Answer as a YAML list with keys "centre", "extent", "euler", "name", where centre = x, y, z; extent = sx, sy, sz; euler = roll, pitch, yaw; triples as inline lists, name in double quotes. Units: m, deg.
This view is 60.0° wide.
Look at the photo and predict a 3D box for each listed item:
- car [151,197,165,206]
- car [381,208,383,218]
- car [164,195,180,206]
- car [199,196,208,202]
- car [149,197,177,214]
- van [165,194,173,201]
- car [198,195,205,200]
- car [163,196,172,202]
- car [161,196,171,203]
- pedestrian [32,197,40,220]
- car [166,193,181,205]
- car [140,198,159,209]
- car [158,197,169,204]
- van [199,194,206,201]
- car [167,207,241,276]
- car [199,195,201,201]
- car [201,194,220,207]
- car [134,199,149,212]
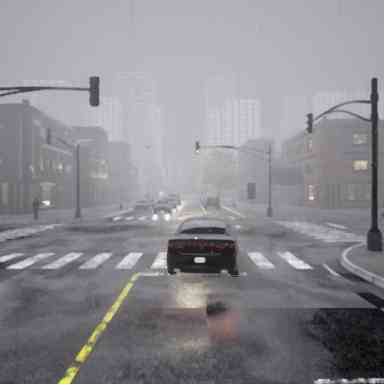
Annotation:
- centre: [-5.685, 1.541, 55.849]
  extent: [1.752, 1.417, 4.829]
  euler: [0, 0, 0]
  name: "car"
- centre: [15.172, 1.028, 21.183]
  extent: [5.566, 2.045, 2.150]
  euler: [-1, 0, 0]
  name: "car"
- centre: [-3.064, 1.533, 45.852]
  extent: [1.812, 1.442, 4.674]
  euler: [0, 0, 0]
  name: "car"
- centre: [2.696, 1.625, 78.119]
  extent: [1.802, 1.307, 4.206]
  euler: [0, 0, 0]
  name: "car"
- centre: [-3.088, 1.549, 36.408]
  extent: [2.033, 1.411, 5.357]
  euler: [0, 0, 0]
  name: "car"
- centre: [-5.683, 1.394, 83.645]
  extent: [1.690, 1.788, 3.998]
  euler: [0, 0, 0]
  name: "van"
- centre: [2.697, 1.600, 94.865]
  extent: [1.752, 1.417, 4.829]
  euler: [0, 0, 0]
  name: "car"
- centre: [-5.684, 1.569, 77.949]
  extent: [1.752, 1.417, 4.829]
  euler: [0, 0, 0]
  name: "car"
- centre: [-5.684, 1.617, 72.594]
  extent: [1.802, 1.307, 4.206]
  euler: [0, 0, 0]
  name: "car"
- centre: [-12.509, 1.283, 26.704]
  extent: [0.375, 1.860, 0.375]
  euler: [0, 1, 0]
  name: "pedestrian"
- centre: [-2.996, 1.238, 56.457]
  extent: [2.150, 2.045, 5.566]
  euler: [0, 0, 0]
  name: "car"
- centre: [-5.686, 1.573, 44.968]
  extent: [1.947, 1.339, 4.313]
  euler: [0, 0, 0]
  name: "car"
- centre: [-5.685, 1.610, 67.069]
  extent: [1.802, 1.307, 4.206]
  euler: [0, 0, 0]
  name: "car"
- centre: [2.697, 1.404, 89.171]
  extent: [1.690, 1.788, 3.998]
  euler: [0, 0, 0]
  name: "van"
- centre: [0.502, 1.475, 10.436]
  extent: [1.882, 1.535, 5.008]
  euler: [0, 0, 7]
  name: "car"
- centre: [2.695, 1.587, 61.544]
  extent: [1.947, 1.339, 4.313]
  euler: [0, 0, 0]
  name: "car"
- centre: [2.695, 1.322, 44.967]
  extent: [2.192, 1.841, 5.009]
  euler: [0, 0, 0]
  name: "car"
- centre: [-5.774, 1.548, 39.446]
  extent: [1.887, 1.381, 4.507]
  euler: [0, 0, 0]
  name: "car"
